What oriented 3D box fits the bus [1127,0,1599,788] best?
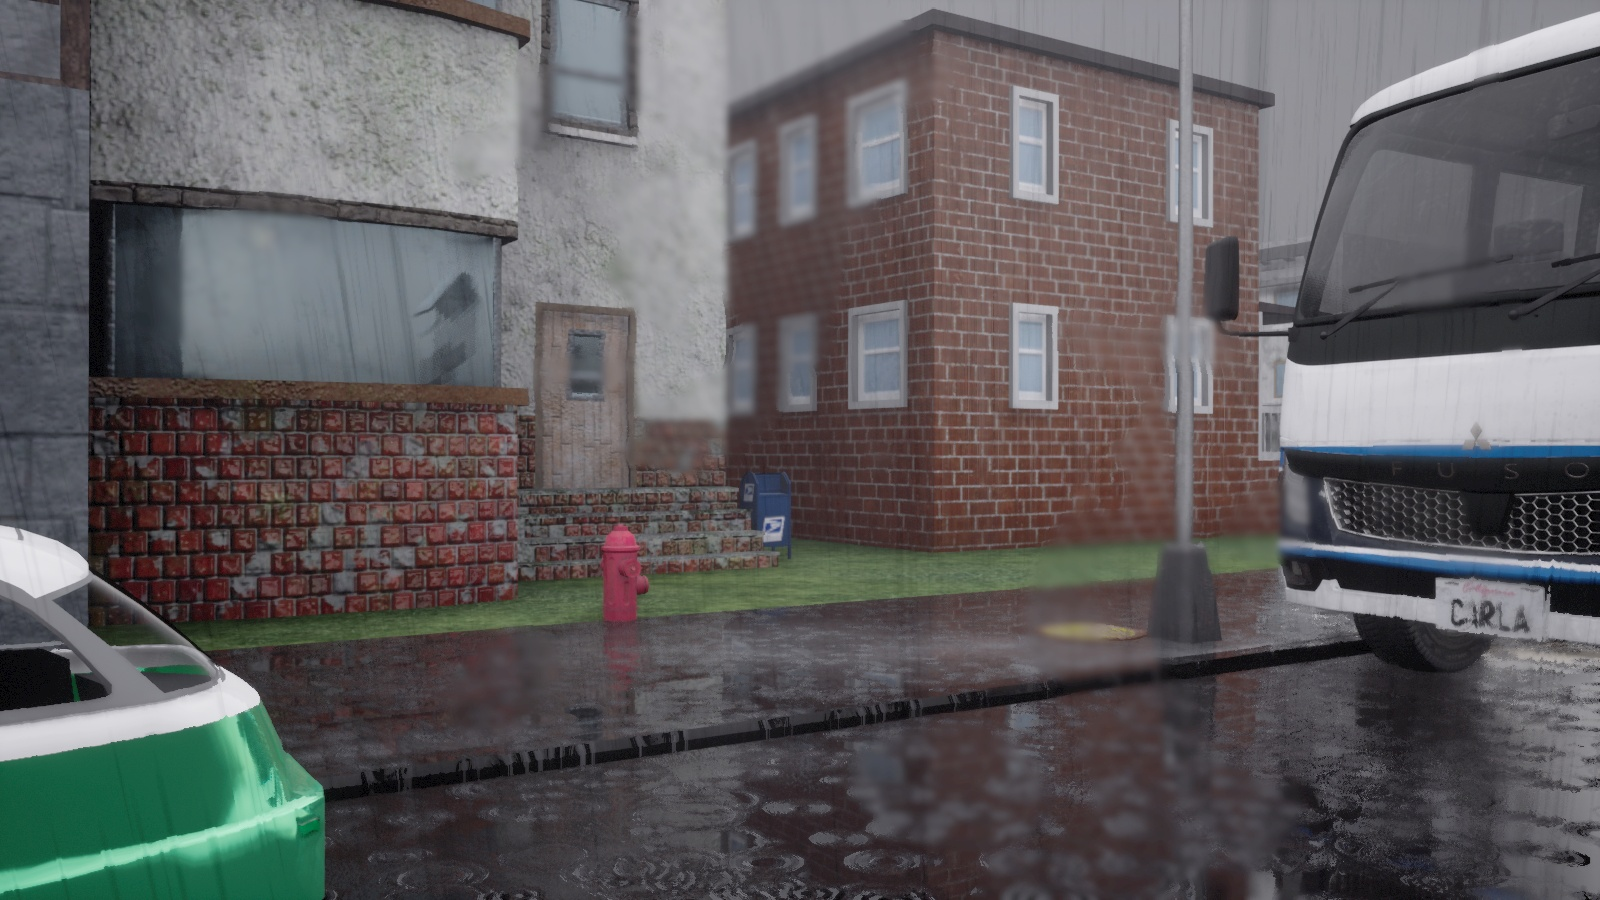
[{"bbox_3d":[7.587,-0.626,8.924,10.273,4.253,3.944,0,0,-29],"label":"bus"}]

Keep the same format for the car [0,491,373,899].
[{"bbox_3d":[-2.267,0.811,2.769,2.207,1.376,1.481,0,0,-33],"label":"car"}]
